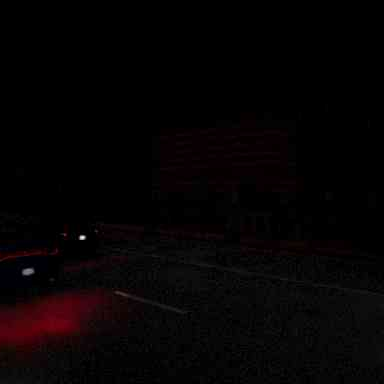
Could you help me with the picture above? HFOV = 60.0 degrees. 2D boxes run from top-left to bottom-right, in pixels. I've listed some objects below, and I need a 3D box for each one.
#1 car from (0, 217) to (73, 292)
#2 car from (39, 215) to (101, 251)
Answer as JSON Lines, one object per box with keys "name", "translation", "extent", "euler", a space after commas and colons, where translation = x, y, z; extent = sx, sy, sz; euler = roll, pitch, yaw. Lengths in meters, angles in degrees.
{"name": "car", "translation": [-5.296, 1.493, 8.422], "extent": [5.008, 1.535, 1.882], "euler": [0, 0, 39]}
{"name": "car", "translation": [-5.446, 1.591, 13.087], "extent": [4.181, 1.385, 1.994], "euler": [0, 0, 39]}
